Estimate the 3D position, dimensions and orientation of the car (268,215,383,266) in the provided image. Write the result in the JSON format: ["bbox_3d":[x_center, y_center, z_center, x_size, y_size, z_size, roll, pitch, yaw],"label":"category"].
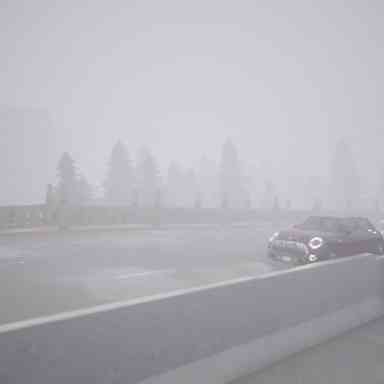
[{"bbox_3d":[4.791,1.591,11.714,4.553,1.767,2.097,3,-2,-35],"label":"car"}]

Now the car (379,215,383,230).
[{"bbox_3d":[19.390,2.889,30.731,4.718,1.301,1.895,3,-2,-35],"label":"car"}]
